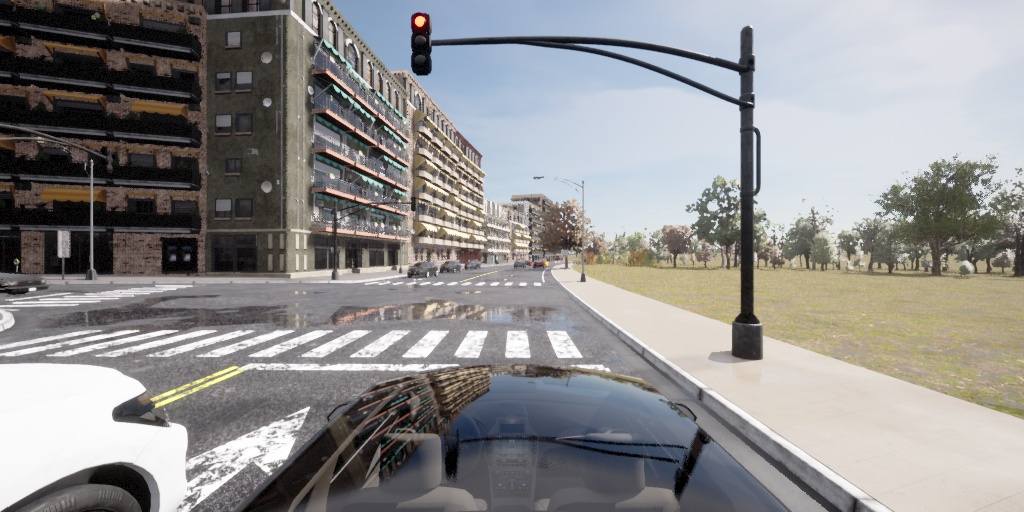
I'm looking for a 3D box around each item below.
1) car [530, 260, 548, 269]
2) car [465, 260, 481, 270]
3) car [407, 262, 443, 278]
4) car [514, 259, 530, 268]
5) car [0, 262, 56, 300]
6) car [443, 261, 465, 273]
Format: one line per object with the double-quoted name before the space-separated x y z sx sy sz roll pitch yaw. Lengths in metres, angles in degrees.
"car" 4.878 1.414 63.853 1.882 1.535 5.008 0 0 9
"car" -6.185 1.386 56.552 2.128 1.511 4.902 0 0 8
"car" -8.497 1.313 34.524 1.837 1.490 4.892 0 0 5
"car" 1.445 1.425 63.823 2.128 1.511 4.902 0 0 9
"car" -22.437 0.943 14.056 5.357 1.411 2.033 1 0 -19
"car" -7.584 1.350 44.622 1.837 1.490 4.892 0 0 6
